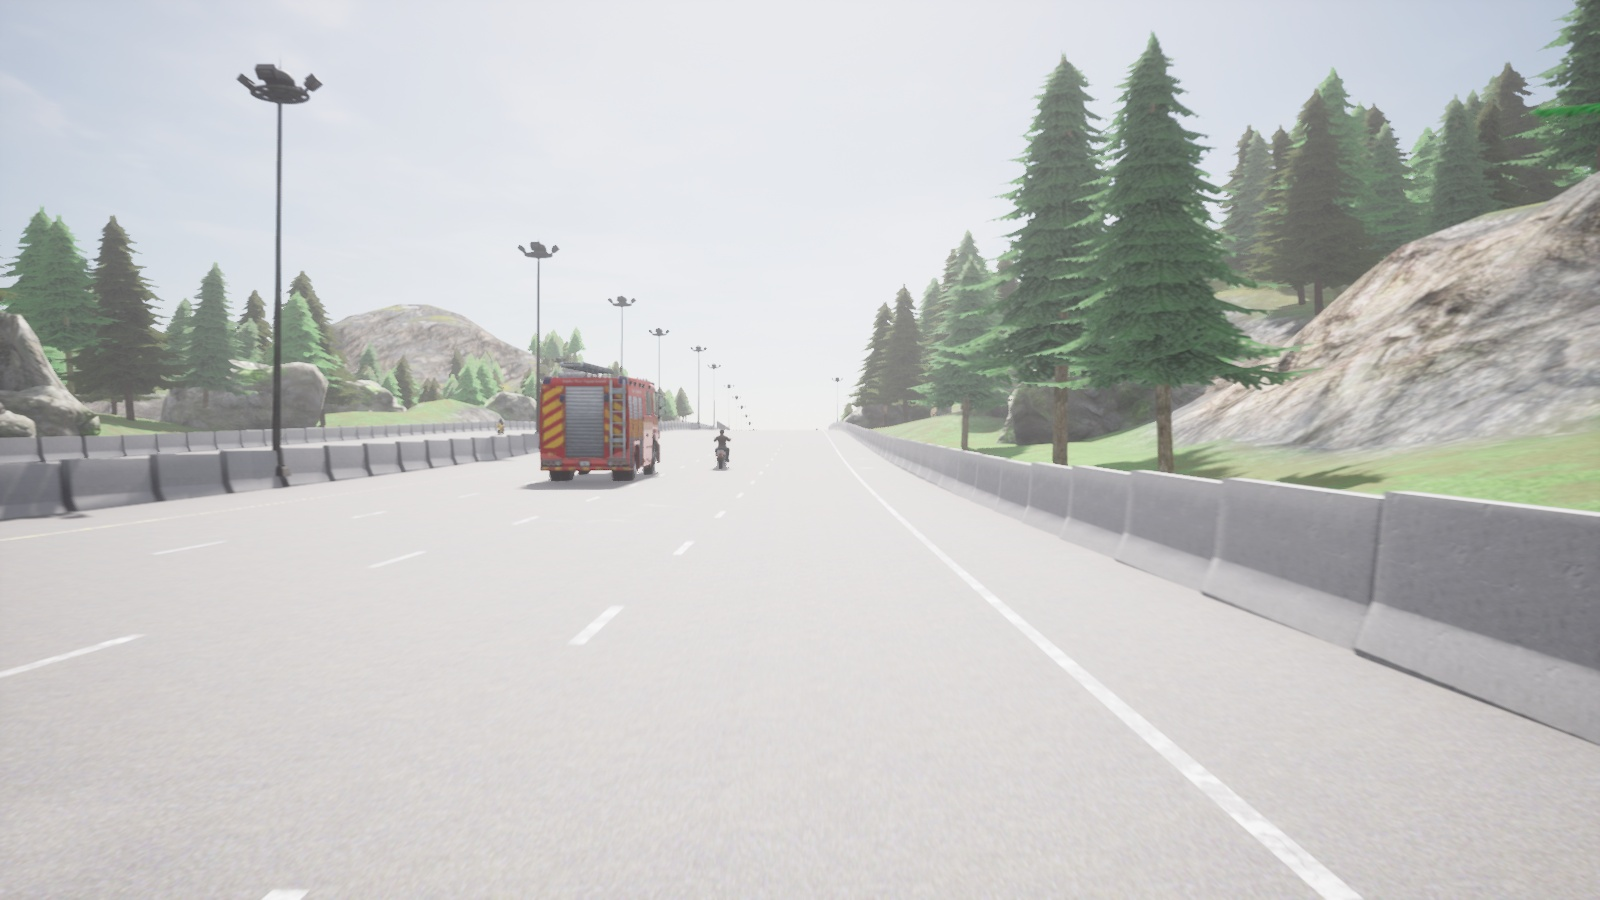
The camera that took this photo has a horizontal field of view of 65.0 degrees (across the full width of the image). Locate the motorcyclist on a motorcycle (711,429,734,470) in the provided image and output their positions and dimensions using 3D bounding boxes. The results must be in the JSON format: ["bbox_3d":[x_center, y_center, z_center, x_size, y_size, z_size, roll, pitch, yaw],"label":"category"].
[{"bbox_3d":[-3.183,-0.041,51.642,0.766,1.649,2.350,0,1,0],"label":"motorcyclist on a motorcycle"}]

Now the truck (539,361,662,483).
[{"bbox_3d":[-6.729,-0.966,43.665,2.891,3.827,8.468,0,1,0],"label":"truck"}]
